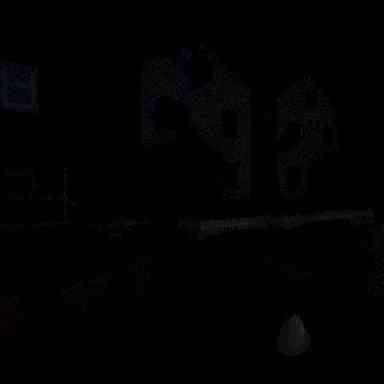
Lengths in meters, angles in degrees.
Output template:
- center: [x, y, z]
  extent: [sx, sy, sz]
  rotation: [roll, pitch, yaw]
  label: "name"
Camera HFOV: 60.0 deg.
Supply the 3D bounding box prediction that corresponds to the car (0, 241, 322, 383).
- center: [-0.400, 1.469, 4.297]
  extent: [5.008, 1.535, 1.882]
  rotation: [0, 0, -35]
  label: "car"
